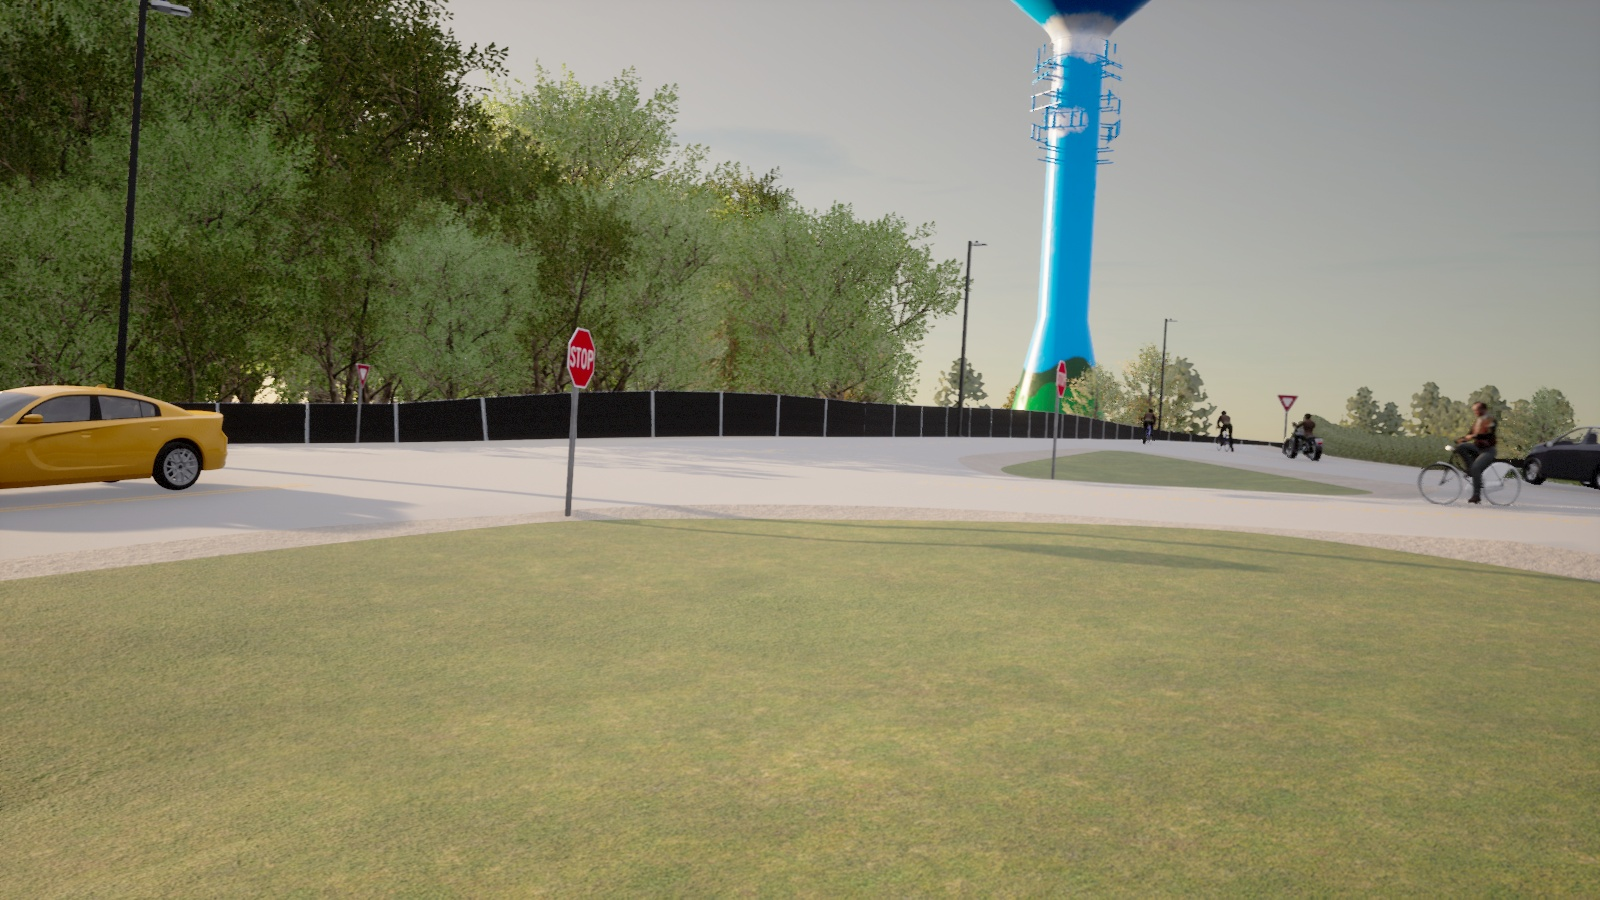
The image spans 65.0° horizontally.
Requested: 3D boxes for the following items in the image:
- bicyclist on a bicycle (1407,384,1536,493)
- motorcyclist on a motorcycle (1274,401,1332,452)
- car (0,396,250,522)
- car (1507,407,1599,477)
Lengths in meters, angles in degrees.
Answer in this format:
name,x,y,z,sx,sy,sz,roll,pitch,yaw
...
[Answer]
name,x,y,z,sx,sy,sz,roll,pitch,yaw
bicyclist on a bicycle,11.179,-0.177,20.933,1.843,1.776,0.659,0,-2,-8
motorcyclist on a motorcycle,17.101,-0.828,42.763,0.766,1.649,2.350,2,2,-5
car,-10.565,0.072,17.665,1.882,1.535,5.008,2,4,30
car,18.446,-0.191,29.078,1.845,1.501,3.633,2,2,-4
